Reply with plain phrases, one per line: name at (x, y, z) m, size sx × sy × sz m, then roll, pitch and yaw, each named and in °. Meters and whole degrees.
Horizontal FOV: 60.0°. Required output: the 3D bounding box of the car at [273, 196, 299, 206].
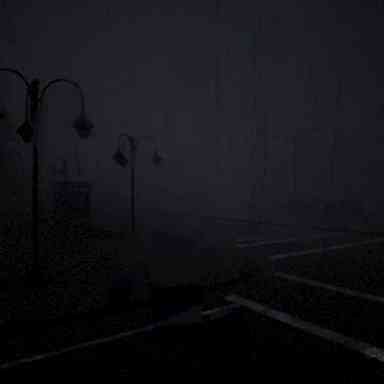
car at (15.402, 1.451, 54.539) m, size 1.845 × 1.501 × 3.633 m, roll 0°, pitch 0°, yaw -36°

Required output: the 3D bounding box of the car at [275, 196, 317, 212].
car at (12.025, 1.484, 38.625) m, size 1.970 × 1.475 × 3.806 m, roll 0°, pitch 0°, yaw -36°

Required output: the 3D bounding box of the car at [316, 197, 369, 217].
car at (13.910, 1.466, 30.854) m, size 1.845 × 1.501 × 3.633 m, roll 0°, pitch 0°, yaw -36°

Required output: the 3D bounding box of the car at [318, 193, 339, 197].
car at (23.560, 1.456, 60.310) m, size 2.007 × 1.523 × 4.514 m, roll 0°, pitch 0°, yaw -36°

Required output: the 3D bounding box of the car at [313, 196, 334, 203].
car at (29.155, 1.552, 73.846) m, size 1.970 × 1.475 × 3.806 m, roll 0°, pitch 0°, yaw -36°

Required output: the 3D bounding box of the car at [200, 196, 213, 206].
car at (1.301, 1.431, 53.904) m, size 2.152 × 1.636 × 5.027 m, roll 0°, pitch 0°, yaw -36°

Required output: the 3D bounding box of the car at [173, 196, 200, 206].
car at (-1.221, 1.432, 52.039) m, size 2.007 × 1.523 × 4.514 m, roll 0°, pitch 0°, yaw -36°

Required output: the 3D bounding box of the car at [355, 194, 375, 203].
car at (34.113, 1.288, 66.967) m, size 1.932 × 1.855 × 4.605 m, roll 0°, pitch 0°, yaw -36°
